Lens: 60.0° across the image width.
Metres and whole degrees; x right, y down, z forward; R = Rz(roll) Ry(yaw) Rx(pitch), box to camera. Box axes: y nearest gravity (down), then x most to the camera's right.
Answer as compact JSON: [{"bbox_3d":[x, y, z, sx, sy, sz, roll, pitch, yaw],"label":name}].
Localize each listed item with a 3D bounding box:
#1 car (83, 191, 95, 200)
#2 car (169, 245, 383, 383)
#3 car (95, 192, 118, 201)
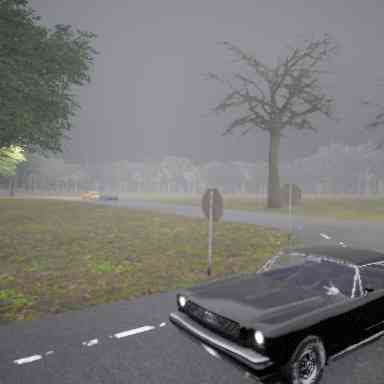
[{"bbox_3d":[-18.086,0.609,60.129,1.882,1.535,5.008,2,-1,-36],"label":"car"},{"bbox_3d":[2.029,1.612,5.303,4.718,1.301,1.895,0,0,-35],"label":"car"},{"bbox_3d":[-13.528,0.727,53.830,1.994,1.385,4.181,2,-1,-35],"label":"car"}]
